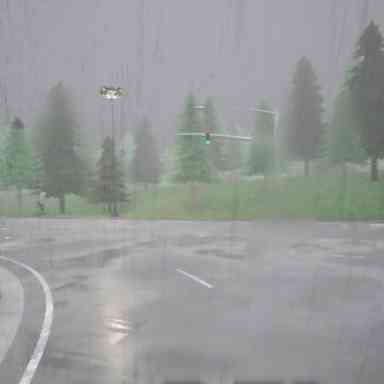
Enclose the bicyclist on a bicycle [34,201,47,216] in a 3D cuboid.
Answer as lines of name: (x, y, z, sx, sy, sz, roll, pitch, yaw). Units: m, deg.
bicyclist on a bicycle: (-16.321, 1.783, 35.716, 0.582, 1.620, 1.656, -2, 0, 26)
